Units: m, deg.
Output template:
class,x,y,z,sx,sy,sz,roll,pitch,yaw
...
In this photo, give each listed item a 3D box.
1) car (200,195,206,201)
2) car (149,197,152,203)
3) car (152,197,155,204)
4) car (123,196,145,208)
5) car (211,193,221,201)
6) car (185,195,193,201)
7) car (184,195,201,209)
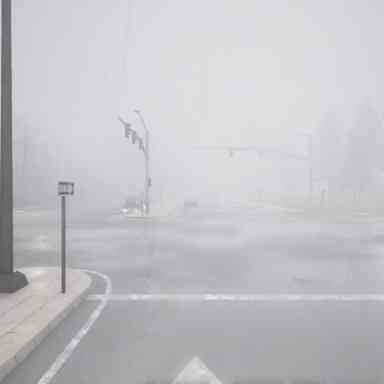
class,x,y,z,sx,sy,sz,roll,pitch,yaw
car,2.727,1.524,85.886,1.812,1.442,4.674,0,0,-1
car,-8.391,1.505,55.763,1.837,1.490,4.892,0,0,-1
car,-8.491,1.601,65.707,1.895,1.301,4.718,0,0,0
car,-8.263,1.352,46.729,2.097,1.767,4.553,0,0,-1
car,6.227,1.225,85.894,2.150,2.045,5.566,0,0,-1
car,-0.772,1.500,85.824,1.837,1.490,4.892,0,0,-1
car,-0.135,1.525,44.781,1.812,1.442,4.674,0,0,-1
